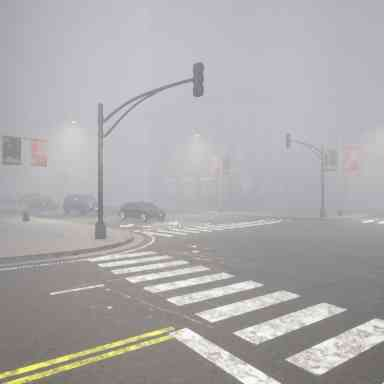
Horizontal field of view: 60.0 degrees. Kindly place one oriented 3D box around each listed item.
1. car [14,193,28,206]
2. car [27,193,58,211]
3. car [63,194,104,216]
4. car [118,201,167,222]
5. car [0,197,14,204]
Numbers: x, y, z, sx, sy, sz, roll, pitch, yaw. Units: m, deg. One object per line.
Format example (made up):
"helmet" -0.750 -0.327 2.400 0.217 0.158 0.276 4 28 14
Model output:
"car" -26.051 1.198 53.403 5.566 2.045 2.150 0 0 45
"car" -18.112 1.333 40.576 2.097 1.767 4.553 0 0 -45
"car" -11.017 1.207 33.459 2.150 2.045 5.566 0 0 -45
"car" -4.004 1.495 26.430 1.837 1.490 4.892 0 0 -44
"car" -33.634 1.531 60.996 1.994 1.385 4.181 0 0 -45
